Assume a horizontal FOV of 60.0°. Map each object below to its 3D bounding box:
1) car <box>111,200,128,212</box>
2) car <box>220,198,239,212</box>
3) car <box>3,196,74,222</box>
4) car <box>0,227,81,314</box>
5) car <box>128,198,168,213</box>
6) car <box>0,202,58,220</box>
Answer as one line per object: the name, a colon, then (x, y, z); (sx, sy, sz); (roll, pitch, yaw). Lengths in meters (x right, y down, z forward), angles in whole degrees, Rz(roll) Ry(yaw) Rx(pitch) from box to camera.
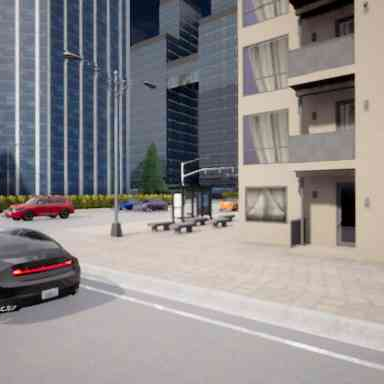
car: (-7.950, 1.690, 41.904); (1.882, 1.535, 5.008); (0, 0, 37)
car: (5.380, 1.513, 41.861); (2.097, 1.767, 4.553); (0, 0, 37)
car: (-13.122, 1.416, 29.195); (2.150, 2.045, 5.566); (0, 0, 37)
car: (-4.422, 1.544, 7.298); (4.892, 1.490, 1.837); (0, 0, 37)
car: (-5.023, 1.547, 39.973); (2.097, 1.767, 4.553); (0, 0, 37)
car: (-15.483, 1.737, 31.864); (1.812, 1.442, 4.674); (0, 0, 37)
